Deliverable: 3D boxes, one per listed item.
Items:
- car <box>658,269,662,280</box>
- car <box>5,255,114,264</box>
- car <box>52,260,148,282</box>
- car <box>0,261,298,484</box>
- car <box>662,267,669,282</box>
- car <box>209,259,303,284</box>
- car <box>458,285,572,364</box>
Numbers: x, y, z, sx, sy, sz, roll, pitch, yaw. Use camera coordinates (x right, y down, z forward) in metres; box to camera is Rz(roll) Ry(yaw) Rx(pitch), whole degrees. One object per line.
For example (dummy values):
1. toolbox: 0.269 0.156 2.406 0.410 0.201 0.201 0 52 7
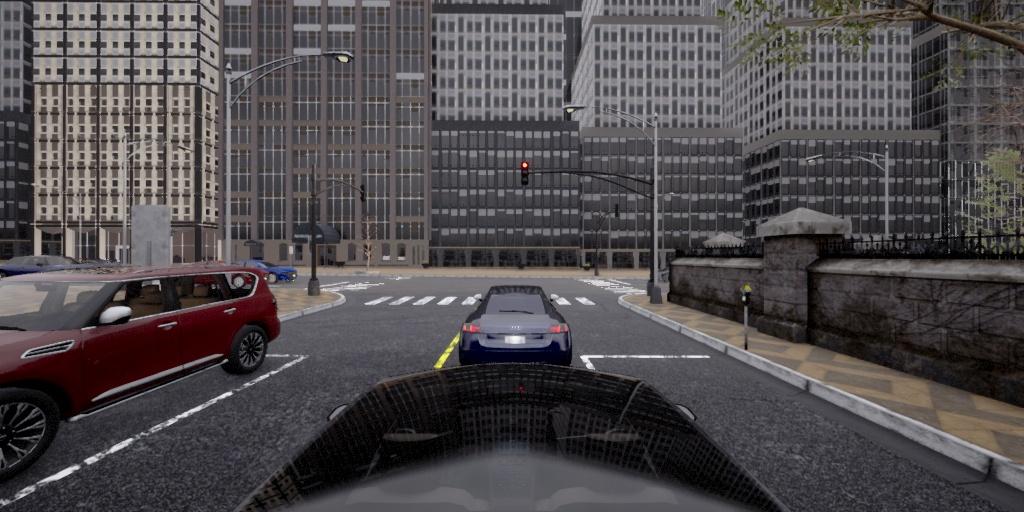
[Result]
1. car: 14.321 1.512 31.359 4.181 1.385 1.994 1 0 -1
2. car: -26.696 0.775 20.918 4.553 1.767 2.097 1 0 -1
3. car: -27.615 0.982 24.157 4.181 1.385 1.994 1 0 0
4. car: -5.365 1.064 4.736 2.192 1.841 5.009 0 0 0
5. car: 14.505 1.507 28.110 4.181 1.385 1.994 1 0 -1
6. car: -17.258 1.023 24.302 5.008 1.535 1.882 1 0 0
7. car: 0.086 1.313 7.755 1.994 1.385 4.181 0 0 1
